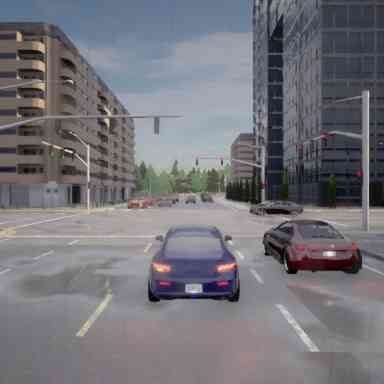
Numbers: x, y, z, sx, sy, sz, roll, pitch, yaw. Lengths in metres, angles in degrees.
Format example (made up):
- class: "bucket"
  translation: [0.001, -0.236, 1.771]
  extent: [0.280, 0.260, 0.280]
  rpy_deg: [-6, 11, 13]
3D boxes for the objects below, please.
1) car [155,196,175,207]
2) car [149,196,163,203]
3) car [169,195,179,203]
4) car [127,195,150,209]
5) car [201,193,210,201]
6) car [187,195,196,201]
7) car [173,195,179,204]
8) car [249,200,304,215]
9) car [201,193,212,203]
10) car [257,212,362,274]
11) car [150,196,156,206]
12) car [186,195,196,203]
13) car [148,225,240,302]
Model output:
- class: "car"
  translation: [-4.006, 1.601, 50.057]
  extent: [1.895, 1.301, 4.718]
  rpy_deg: [0, 0, 0]
- class: "car"
  translation: [-7.299, 1.493, 67.617]
  extent: [2.128, 1.511, 4.902]
  rpy_deg: [0, 0, 1]
- class: "car"
  translation: [-3.751, 1.478, 70.461]
  extent: [1.882, 1.535, 5.008]
  rpy_deg: [0, 0, 1]
- class: "car"
  translation: [-7.483, 1.352, 45.657]
  extent: [2.097, 1.767, 4.553]
  rpy_deg: [0, 0, 0]
- class: "car"
  translation: [3.432, 1.225, 87.869]
  extent: [2.150, 2.045, 5.566]
  rpy_deg: [0, 0, 1]
- class: "car"
  translation: [-0.069, 1.525, 87.841]
  extent: [2.128, 1.511, 4.902]
  rpy_deg: [0, 0, 1]
- class: "car"
  translation: [-3.929, 1.601, 60.110]
  extent: [1.895, 1.301, 4.718]
  rpy_deg: [0, 0, 1]
- class: "car"
  translation: [7.792, 1.532, 30.767]
  extent: [4.902, 1.511, 2.128]
  rpy_deg: [1, 0, 0]
- class: "car"
  translation: [3.292, 1.354, 72.094]
  extent: [2.097, 1.767, 4.553]
  rpy_deg: [0, 0, 1]
- class: "car"
  translation: [3.552, 1.564, 10.563]
  extent: [1.994, 1.385, 4.181]
  rpy_deg: [0, 0, 0]
- class: "car"
  translation: [-7.489, 1.352, 54.266]
  extent: [2.097, 1.767, 4.553]
  rpy_deg: [0, 0, 0]
- class: "car"
  translation: [-0.185, 1.547, 66.860]
  extent: [2.033, 1.411, 5.357]
  rpy_deg: [0, 0, 1]
- class: "car"
  translation: [0.044, 1.526, 8.139]
  extent: [1.812, 1.442, 4.674]
  rpy_deg: [0, 0, 0]
